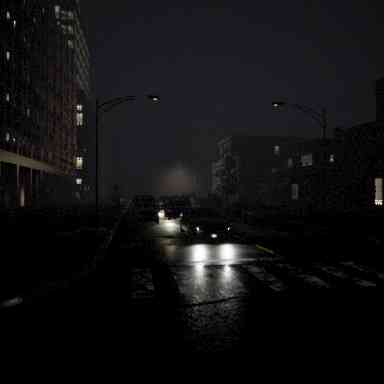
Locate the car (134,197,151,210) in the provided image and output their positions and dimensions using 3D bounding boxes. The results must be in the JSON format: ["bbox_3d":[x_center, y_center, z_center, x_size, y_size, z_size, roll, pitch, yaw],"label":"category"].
[{"bbox_3d":[-5.952,1.345,39.635,1.887,1.381,4.507,1,0,-10],"label":"car"}]

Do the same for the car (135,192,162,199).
[{"bbox_3d":[-4.119,1.161,28.713,2.192,1.841,5.009,1,0,-10],"label":"car"}]

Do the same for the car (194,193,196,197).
[{"bbox_3d":[0.454,1.326,52.108,1.752,1.417,4.829,1,0,-10],"label":"car"}]

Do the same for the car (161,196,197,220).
[{"bbox_3d":[-1.150,1.349,26.616,1.882,1.535,5.008,0,0,-9],"label":"car"}]

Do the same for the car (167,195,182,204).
[{"bbox_3d":[-3.026,1.272,56.582,1.837,1.490,4.892,0,0,-10],"label":"car"}]

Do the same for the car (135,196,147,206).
[{"bbox_3d":[-7.755,1.282,50.389,1.752,1.417,4.829,1,0,-10],"label":"car"}]

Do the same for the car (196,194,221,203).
[{"bbox_3d":[2.315,1.161,41.018,2.192,1.841,5.009,1,0,-10],"label":"car"}]

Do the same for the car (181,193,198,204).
[{"bbox_3d":[-0.431,1.096,57.401,2.192,1.841,5.009,1,0,-10],"label":"car"}]

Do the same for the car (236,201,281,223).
[{"bbox_3d":[5.032,1.441,24.803,1.752,1.417,4.829,1,0,-10],"label":"car"}]

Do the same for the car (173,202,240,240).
[{"bbox_3d":[0.504,1.463,16.774,2.033,1.411,5.357,0,0,-10],"label":"car"}]

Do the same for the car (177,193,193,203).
[{"bbox_3d":[-1.346,1.075,62.861,2.192,1.841,5.009,1,0,-10],"label":"car"}]

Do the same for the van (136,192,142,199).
[{"bbox_3d":[-14.190,0.956,88.781,1.690,1.788,3.998,1,0,-10],"label":"van"}]

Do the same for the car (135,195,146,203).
[{"bbox_3d":[-9.614,1.280,61.478,1.947,1.339,4.313,1,0,-10],"label":"car"}]

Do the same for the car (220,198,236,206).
[{"bbox_3d":[4.144,1.474,30.097,1.802,1.307,4.206,1,0,-10],"label":"car"}]

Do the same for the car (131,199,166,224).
[{"bbox_3d":[-3.206,1.421,23.252,2.008,1.369,4.403,1,0,-10],"label":"car"}]

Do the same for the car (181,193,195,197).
[{"bbox_3d":[-1.260,1.286,46.340,1.882,1.535,5.008,0,0,-9],"label":"car"}]

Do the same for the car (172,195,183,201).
[{"bbox_3d":[-3.180,1.285,73.783,1.947,1.339,4.313,1,0,-10],"label":"car"}]

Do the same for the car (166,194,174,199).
[{"bbox_3d":[-5.927,1.242,90.165,1.802,1.307,4.206,1,0,-10],"label":"car"}]

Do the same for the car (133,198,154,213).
[{"bbox_3d":[-5.037,1.374,34.174,2.008,1.369,4.403,1,0,-10],"label":"car"}]

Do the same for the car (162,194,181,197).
[{"bbox_3d":[-2.822,1.180,36.689,2.097,1.767,4.553,0,0,-10],"label":"car"}]
